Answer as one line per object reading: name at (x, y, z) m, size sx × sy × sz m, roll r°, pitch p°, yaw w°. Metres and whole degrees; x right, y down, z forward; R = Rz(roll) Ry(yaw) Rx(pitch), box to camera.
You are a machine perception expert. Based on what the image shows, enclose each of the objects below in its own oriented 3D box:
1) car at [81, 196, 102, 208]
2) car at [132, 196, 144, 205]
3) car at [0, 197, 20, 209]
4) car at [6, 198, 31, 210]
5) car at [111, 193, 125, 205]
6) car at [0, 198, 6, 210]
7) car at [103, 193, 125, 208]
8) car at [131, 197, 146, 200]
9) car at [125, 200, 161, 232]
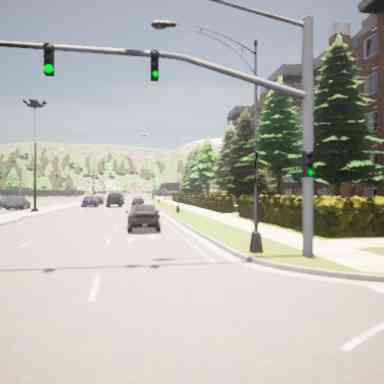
car at (-15.027, 1.340, 49.359) m, size 2.097 × 1.767 × 4.553 m, roll 0°, pitch 0°, yaw -10°
car at (-9.813, 1.533, 60.616) m, size 1.994 × 1.385 × 4.181 m, roll 0°, pitch 0°, yaw -10°
car at (-26.408, 1.537, 47.450) m, size 1.812 × 1.442 × 4.674 m, roll 0°, pitch 0°, yaw -9°
car at (-22.037, 1.533, 42.454) m, size 1.812 × 1.442 × 4.674 m, roll 0°, pitch 0°, yaw -9°
car at (-13.219, 1.198, 59.758) m, size 2.150 × 2.045 × 5.566 m, roll 0°, pitch 0°, yaw -10°
car at (-20.238, 1.234, 31.722) m, size 2.150 × 2.045 × 5.566 m, roll 0°, pitch 0°, yaw -9°
car at (-11.462, 1.203, 49.260) m, size 2.150 × 2.045 × 5.566 m, roll 0°, pitch 0°, yaw -10°
car at (-8.152, 1.466, 50.687) m, size 2.128 × 1.511 × 4.902 m, roll 0°, pitch 0°, yaw -10°
car at (-2.924, 1.493, 19.994) m, size 1.837 × 1.490 × 4.892 m, roll 0°, pitch 0°, yaw -11°
